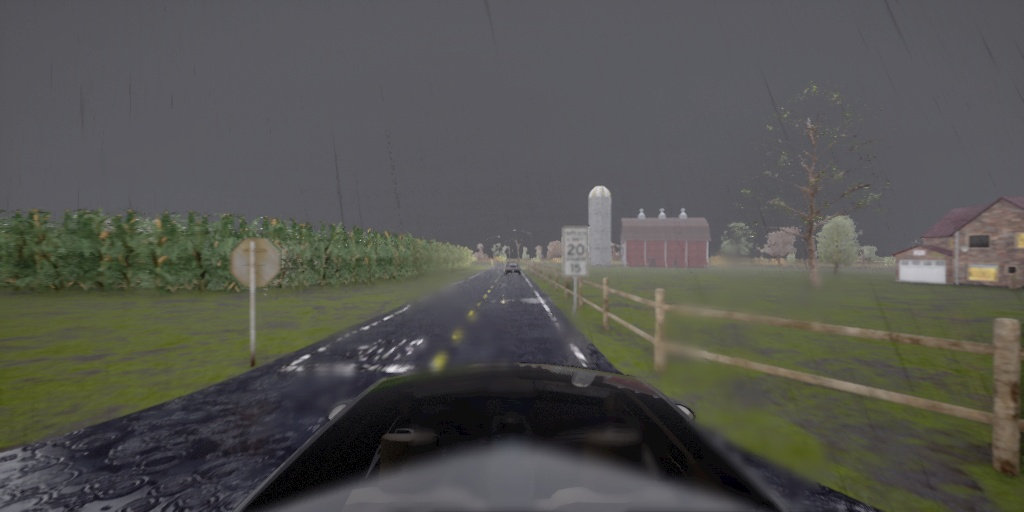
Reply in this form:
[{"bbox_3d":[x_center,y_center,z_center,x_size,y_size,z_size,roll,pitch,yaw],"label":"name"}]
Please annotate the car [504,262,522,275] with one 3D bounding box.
[{"bbox_3d":[0.098,1.488,42.947,1.837,1.490,4.892,0,0,0],"label":"car"}]
